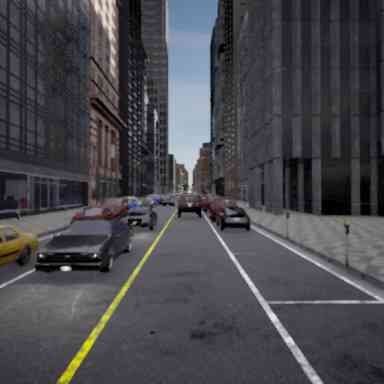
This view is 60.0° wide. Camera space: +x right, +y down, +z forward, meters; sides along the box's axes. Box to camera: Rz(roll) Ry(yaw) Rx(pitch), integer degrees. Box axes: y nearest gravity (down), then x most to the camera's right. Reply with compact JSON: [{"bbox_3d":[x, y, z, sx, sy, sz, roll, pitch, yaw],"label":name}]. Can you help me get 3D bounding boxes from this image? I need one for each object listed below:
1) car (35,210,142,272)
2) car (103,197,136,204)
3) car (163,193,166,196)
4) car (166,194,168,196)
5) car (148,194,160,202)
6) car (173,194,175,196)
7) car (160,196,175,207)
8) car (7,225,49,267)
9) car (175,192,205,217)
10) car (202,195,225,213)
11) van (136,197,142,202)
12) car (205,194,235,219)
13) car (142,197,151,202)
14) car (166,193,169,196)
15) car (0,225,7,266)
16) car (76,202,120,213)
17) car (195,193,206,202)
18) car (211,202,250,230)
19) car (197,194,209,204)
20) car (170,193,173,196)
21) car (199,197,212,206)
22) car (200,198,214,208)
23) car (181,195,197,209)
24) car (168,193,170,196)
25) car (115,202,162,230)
[{"bbox_3d":[-3.195,1.561,11.092,2.033,1.411,5.357,0,0,0],"label":"car"},{"bbox_3d":[-6.092,1.333,26.191,2.192,1.841,5.009,0,0,-1],"label":"car"},{"bbox_3d":[-6.419,1.291,59.938,2.192,1.841,5.009,0,0,-1],"label":"car"},{"bbox_3d":[-6.475,1.517,65.563,2.008,1.369,4.403,0,0,-1],"label":"car"},{"bbox_3d":[-6.311,1.434,48.690,1.967,1.590,4.097,0,0,-1],"label":"car"},{"bbox_3d":[-6.745,1.226,93.684,2.192,1.841,5.009,0,0,-1],"label":"car"},{"bbox_3d":[-3.470,1.617,49.563,1.895,1.301,4.718,0,0,-1],"label":"car"},{"bbox_3d":[-5.929,1.544,9.147,1.752,1.417,4.829,0,0,-1],"label":"car"},{"bbox_3d":[-0.254,1.225,31.124,2.150,2.045,5.566,0,0,-2],"label":"car"},{"bbox_3d":[2.324,1.305,37.520,2.192,1.841,5.009,0,0,-1],"label":"car"},{"bbox_3d":[-6.147,1.355,31.816,1.690,1.788,3.998,0,0,-1],"label":"van"},{"bbox_3d":[2.433,1.314,26.271,2.192,1.841,5.009,0,0,-1],"label":"car"},{"bbox_3d":[-6.203,1.560,37.440,2.008,1.369,4.403,0,0,-1],"label":"car"},{"bbox_3d":[-6.529,1.501,71.187,1.887,1.381,4.507,0,0,-1],"label":"car"},{"bbox_3d":[-3.099,1.229,0.847,2.150,2.045,5.566,0,0,-1],"label":"car"},{"bbox_3d":[-6.040,1.564,20.566,1.887,1.381,4.507,0,0,-1],"label":"car"},{"bbox_3d":[1.943,1.241,76.890,2.192,1.841,5.009,0,0,-1],"label":"car"},{"bbox_3d":[2.485,1.566,20.647,1.947,1.339,4.313,0,0,-1],"label":"car"},{"bbox_3d":[2.052,1.262,65.641,2.192,1.841,5.009,0,0,-1],"label":"car"},{"bbox_3d":[-6.693,1.467,88.060,1.887,1.381,4.507,0,0,-1],"label":"car"},{"bbox_3d":[2.159,1.510,54.393,1.887,1.381,4.507,0,0,-1],"label":"car"},{"bbox_3d":[2.214,1.556,48.769,1.802,1.307,4.206,0,0,-1],"label":"car"},{"bbox_3d":[-0.384,1.337,45.980,2.097,1.767,4.553,0,0,0],"label":"car"},{"bbox_3d":[-6.582,1.471,76.642,1.752,1.417,4.829,0,0,-1],"label":"car"},{"bbox_3d":[-3.278,1.577,21.145,1.994,1.385,4.181,0,0,0],"label":"car"}]
